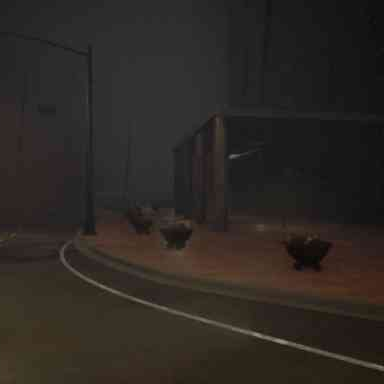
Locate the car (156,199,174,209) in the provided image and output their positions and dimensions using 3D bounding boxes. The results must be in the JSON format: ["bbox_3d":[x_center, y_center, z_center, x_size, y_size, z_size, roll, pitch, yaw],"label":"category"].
[{"bbox_3d":[-4.267,2.051,54.316,1.837,1.490,4.892,-1,-1,29],"label":"car"}]

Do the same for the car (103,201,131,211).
[{"bbox_3d":[-11.111,2.075,49.713,1.812,1.442,4.674,-1,-1,30],"label":"car"}]
